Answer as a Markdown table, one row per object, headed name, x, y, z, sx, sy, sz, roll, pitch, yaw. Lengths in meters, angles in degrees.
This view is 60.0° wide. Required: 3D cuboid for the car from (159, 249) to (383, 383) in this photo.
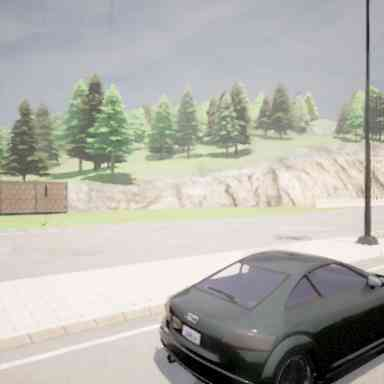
| name | x | y | z | sx | sy | sz | roll | pitch | yaw |
| --- | --- | --- | --- | --- | --- | --- | --- | --- | --- |
| car | 1.621 | 1.580 | 4.905 | 4.181 | 1.385 | 1.994 | 0 | 0 | -36 |
